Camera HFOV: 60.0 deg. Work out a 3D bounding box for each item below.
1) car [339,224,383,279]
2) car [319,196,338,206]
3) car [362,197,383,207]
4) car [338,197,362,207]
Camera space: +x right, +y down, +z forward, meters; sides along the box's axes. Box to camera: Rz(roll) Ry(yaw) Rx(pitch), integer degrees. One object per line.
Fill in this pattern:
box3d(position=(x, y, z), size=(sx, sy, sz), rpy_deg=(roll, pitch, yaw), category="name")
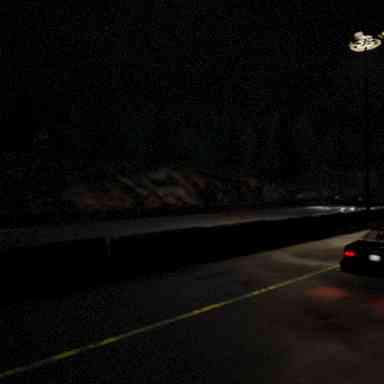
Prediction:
box3d(position=(6.183, 1.583, 9.472), size=(5.357, 1.411, 2.033), rpy_deg=(0, -1, -41), category="car")
box3d(position=(21.416, 1.396, 51.267), size=(4.902, 1.511, 2.128), rpy_deg=(-2, 0, -41), category="car")
box3d(position=(26.074, 1.338, 46.051), size=(5.357, 1.411, 2.033), rpy_deg=(-2, 0, -41), category="car")
box3d(position=(23.755, 1.449, 48.664), size=(4.718, 1.301, 1.895), rpy_deg=(-2, 0, -41), category="car")
